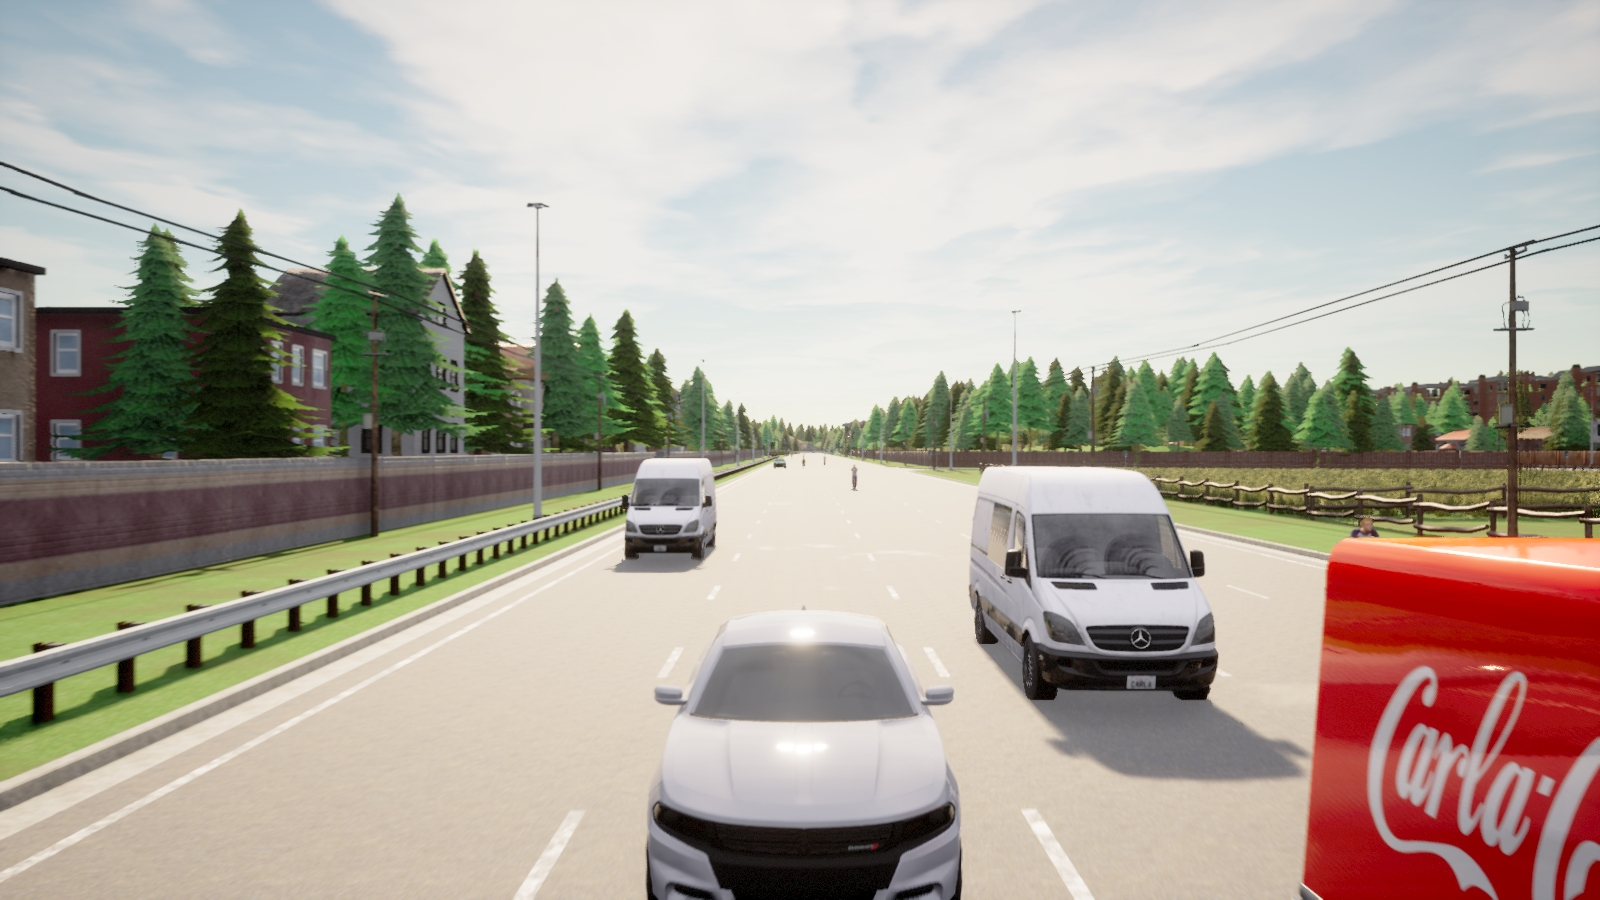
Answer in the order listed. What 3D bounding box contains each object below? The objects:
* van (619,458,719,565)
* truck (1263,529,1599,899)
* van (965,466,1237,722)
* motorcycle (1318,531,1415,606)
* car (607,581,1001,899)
[{"bbox_3d":[-3.406,1.521,30.795,1.988,2.561,5.915,0,0,0],"label":"van"},{"bbox_3d":[3.568,1.581,3.004,2.627,2.467,5.204,0,-1,1],"label":"truck"},{"bbox_3d":[3.544,1.529,14.792,1.988,2.561,5.915,0,0,0],"label":"van"},{"bbox_3d":[10.565,2.181,21.383,0.803,1.199,2.033,0,0,0],"label":"motorcycle"},{"bbox_3d":[0.029,2.030,8.591,2.097,1.535,5.006,0,0,0],"label":"car"}]
